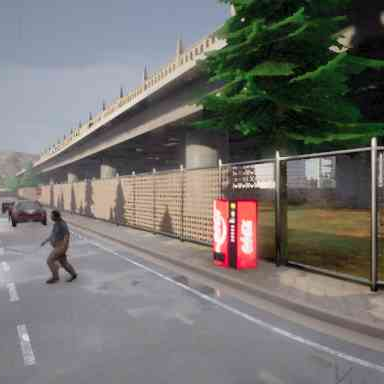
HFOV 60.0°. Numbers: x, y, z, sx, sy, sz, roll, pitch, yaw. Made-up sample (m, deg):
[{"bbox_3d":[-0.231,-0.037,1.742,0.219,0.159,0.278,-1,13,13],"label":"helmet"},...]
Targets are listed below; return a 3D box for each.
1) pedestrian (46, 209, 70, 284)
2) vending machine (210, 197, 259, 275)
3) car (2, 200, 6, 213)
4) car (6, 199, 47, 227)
[{"bbox_3d":[-3.237,1.293,8.023,0.375,1.860,0.375,0,0,-32],"label":"pedestrian"},{"bbox_3d":[1.237,1.195,9.664,1.100,2.100,0.880,0,0,-32],"label":"vending machine"},{"bbox_3d":[-19.575,1.475,36.338,1.882,1.535,5.008,0,0,-31],"label":"car"},{"bbox_3d":[-11.579,1.352,23.310,2.097,1.767,4.553,0,0,-32],"label":"car"}]
